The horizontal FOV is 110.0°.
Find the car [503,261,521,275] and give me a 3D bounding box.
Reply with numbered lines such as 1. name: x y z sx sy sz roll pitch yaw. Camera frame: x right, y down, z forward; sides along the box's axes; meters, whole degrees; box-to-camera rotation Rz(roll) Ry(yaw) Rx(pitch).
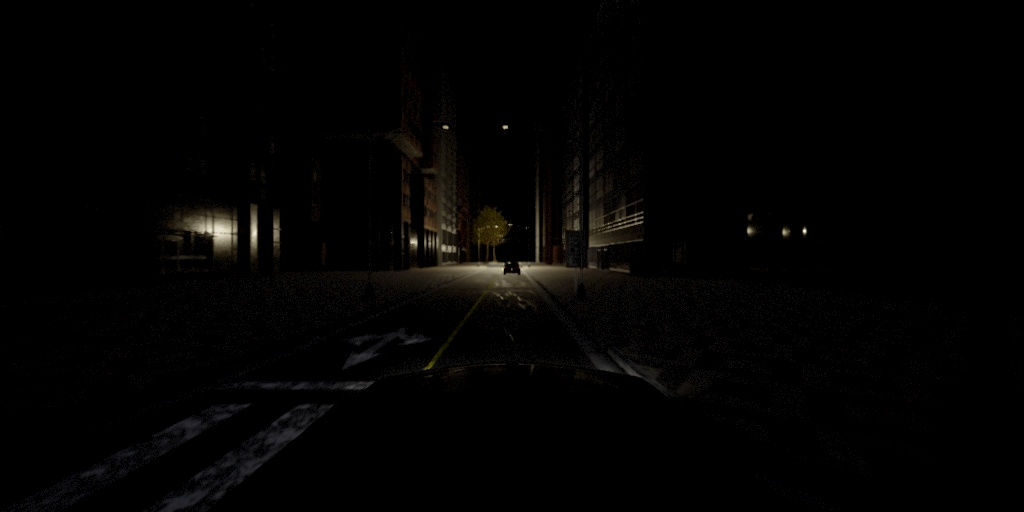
1. car: -0.002 1.434 41.207 1.994 1.385 4.181 0 0 0
